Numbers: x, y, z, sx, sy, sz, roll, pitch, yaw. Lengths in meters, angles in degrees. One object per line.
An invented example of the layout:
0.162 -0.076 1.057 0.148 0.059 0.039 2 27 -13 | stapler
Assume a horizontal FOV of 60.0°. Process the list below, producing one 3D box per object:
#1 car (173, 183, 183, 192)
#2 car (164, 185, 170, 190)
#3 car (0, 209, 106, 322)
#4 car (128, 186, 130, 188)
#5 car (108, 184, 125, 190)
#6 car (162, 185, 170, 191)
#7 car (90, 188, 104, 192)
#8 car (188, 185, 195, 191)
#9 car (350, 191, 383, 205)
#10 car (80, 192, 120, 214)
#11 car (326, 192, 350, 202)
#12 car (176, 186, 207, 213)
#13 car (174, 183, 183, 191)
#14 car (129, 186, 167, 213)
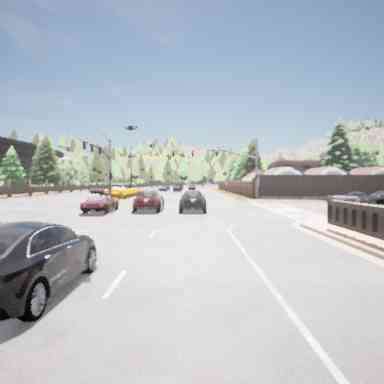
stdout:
-3.538 -0.794 79.524 1.882 1.535 5.008 0 2 0 | car
-7.038 -0.684 79.972 1.895 1.301 4.718 0 2 0 | car
-3.446 1.367 6.963 1.837 1.490 4.892 0 1 1 | car
-14.038 -0.887 78.493 2.097 1.767 4.553 0 2 0 | car
-14.044 -0.526 62.106 2.150 2.045 5.566 0 2 0 | car
-7.043 -1.121 89.937 1.994 1.385 4.181 0 2 0 | car
-17.540 -0.145 62.079 1.895 1.301 4.718 0 2 0 | car
-0.043 -1.150 89.940 1.812 1.442 4.674 0 2 0 | car
17.933 0.657 31.018 4.902 1.511 2.128 0 2 2 | car
-6.929 0.927 25.545 1.895 1.301 4.718 0 2 0 | car
16.552 0.662 34.572 4.718 1.301 1.895 0 2 2 | car
0.072 0.638 26.922 2.097 1.767 4.553 0 2 0 | car
-3.543 -1.449 89.959 2.150 2.045 5.566 0 2 0 | car
-3.428 0.638 26.929 2.097 1.767 4.553 0 2 0 | car
